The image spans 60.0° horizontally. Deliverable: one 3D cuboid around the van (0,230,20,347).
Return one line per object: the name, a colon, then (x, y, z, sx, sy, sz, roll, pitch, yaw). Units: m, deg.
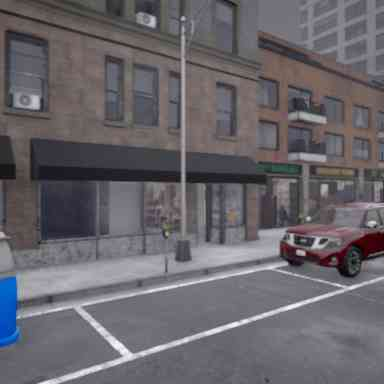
van: (-4.157, 1.344, 3.799, 3.998, 1.788, 1.690, 0, 0, -35)

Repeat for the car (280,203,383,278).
car: (4.941, 1.293, 10.283, 5.009, 1.841, 2.192, 0, 0, -35)
